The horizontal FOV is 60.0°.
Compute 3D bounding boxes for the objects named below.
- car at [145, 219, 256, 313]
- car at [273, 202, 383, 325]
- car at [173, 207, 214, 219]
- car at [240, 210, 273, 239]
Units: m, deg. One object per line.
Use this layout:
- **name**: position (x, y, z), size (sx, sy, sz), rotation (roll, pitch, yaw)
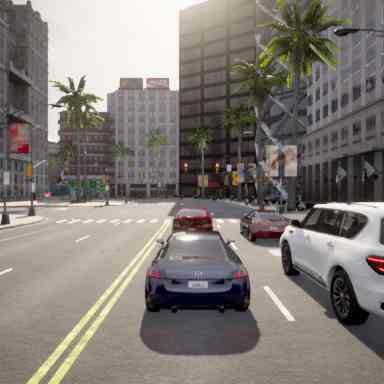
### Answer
- **car**: position (0.087, 1.561, 7.734), size (1.994, 1.385, 4.181), rotation (0, 0, -1)
- **car**: position (3.598, 1.221, 7.235), size (2.150, 2.045, 5.566), rotation (0, 0, 0)
- **car**: position (0.084, 1.476, 16.720), size (1.882, 1.535, 5.008), rotation (0, 0, 2)
- **car**: position (3.591, 1.562, 16.600), size (1.994, 1.385, 4.181), rotation (0, 0, 0)
